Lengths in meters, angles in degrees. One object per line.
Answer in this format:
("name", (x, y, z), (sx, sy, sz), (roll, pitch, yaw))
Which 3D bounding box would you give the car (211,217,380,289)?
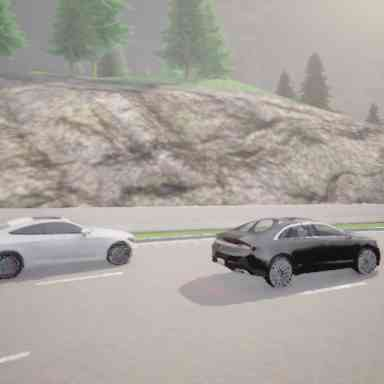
("car", (2.868, 1.424, 8.870), (4.902, 1.511, 2.128), (0, 0, -26))

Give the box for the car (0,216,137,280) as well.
("car", (-3.879, 1.415, 9.488), (4.674, 1.442, 1.812), (0, 0, -33))
